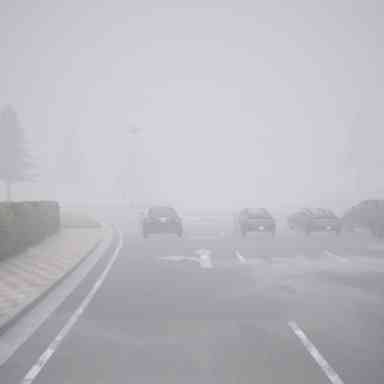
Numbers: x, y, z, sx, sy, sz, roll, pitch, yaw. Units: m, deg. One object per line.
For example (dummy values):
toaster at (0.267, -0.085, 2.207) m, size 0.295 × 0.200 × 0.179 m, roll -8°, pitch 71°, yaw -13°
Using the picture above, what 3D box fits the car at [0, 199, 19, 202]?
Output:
car at (-38.699, 2.243, 71.084) m, size 5.357 × 1.411 × 2.033 m, roll 0°, pitch -1°, yaw 40°

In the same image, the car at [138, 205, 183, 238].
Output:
car at (-1.926, 1.545, 19.300) m, size 2.097 × 1.767 × 4.553 m, roll 0°, pitch -1°, yaw -12°

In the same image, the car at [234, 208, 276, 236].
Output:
car at (3.604, 1.689, 19.712) m, size 2.128 × 1.511 × 4.902 m, roll 0°, pitch -1°, yaw 0°

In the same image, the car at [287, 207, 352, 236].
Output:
car at (7.104, 1.688, 19.714) m, size 2.128 × 1.511 × 4.902 m, roll 0°, pitch -1°, yaw 0°

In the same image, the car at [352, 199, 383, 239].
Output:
car at (10.605, 1.409, 18.817) m, size 2.150 × 2.045 × 5.566 m, roll 0°, pitch -1°, yaw 0°
